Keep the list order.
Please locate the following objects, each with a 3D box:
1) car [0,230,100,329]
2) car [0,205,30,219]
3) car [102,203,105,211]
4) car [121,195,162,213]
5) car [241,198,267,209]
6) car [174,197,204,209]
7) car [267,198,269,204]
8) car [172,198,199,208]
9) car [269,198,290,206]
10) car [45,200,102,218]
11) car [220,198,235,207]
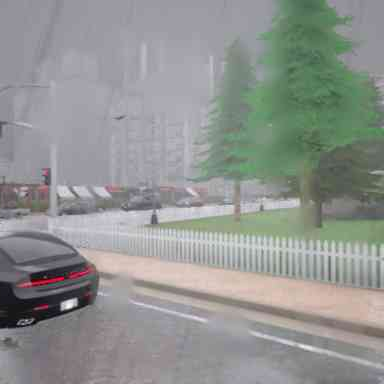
[{"bbox_3d":[-3.941,1.552,6.763,4.892,1.490,1.837,0,0,36],"label":"car"},{"bbox_3d":[-17.113,1.799,29.461,1.895,1.301,4.718,0,0,36],"label":"car"},{"bbox_3d":[-11.967,1.677,36.986,1.882,1.535,5.008,0,0,34],"label":"car"},{"bbox_3d":[-5.933,1.399,39.678,2.150,2.045,5.566,0,0,34],"label":"car"},{"bbox_3d":[8.786,1.734,48.647,1.895,1.301,4.718,0,0,34],"label":"car"},{"bbox_3d":[-0.216,1.531,48.132,2.097,1.767,4.553,0,0,34],"label":"car"},{"bbox_3d":[13.171,1.683,61.418,1.812,1.442,4.674,0,0,34],"label":"car"},{"bbox_3d":[-0.940,1.706,53.295,1.837,1.490,4.892,0,0,34],"label":"car"},{"bbox_3d":[15.891,1.699,59.196,1.994,1.385,4.181,0,0,34],"label":"car"},{"bbox_3d":[-11.417,1.667,31.538,2.128,1.511,4.902,0,0,34],"label":"car"},{"bbox_3d":[5.850,1.682,50.552,1.812,1.442,4.674,0,0,34],"label":"car"}]
